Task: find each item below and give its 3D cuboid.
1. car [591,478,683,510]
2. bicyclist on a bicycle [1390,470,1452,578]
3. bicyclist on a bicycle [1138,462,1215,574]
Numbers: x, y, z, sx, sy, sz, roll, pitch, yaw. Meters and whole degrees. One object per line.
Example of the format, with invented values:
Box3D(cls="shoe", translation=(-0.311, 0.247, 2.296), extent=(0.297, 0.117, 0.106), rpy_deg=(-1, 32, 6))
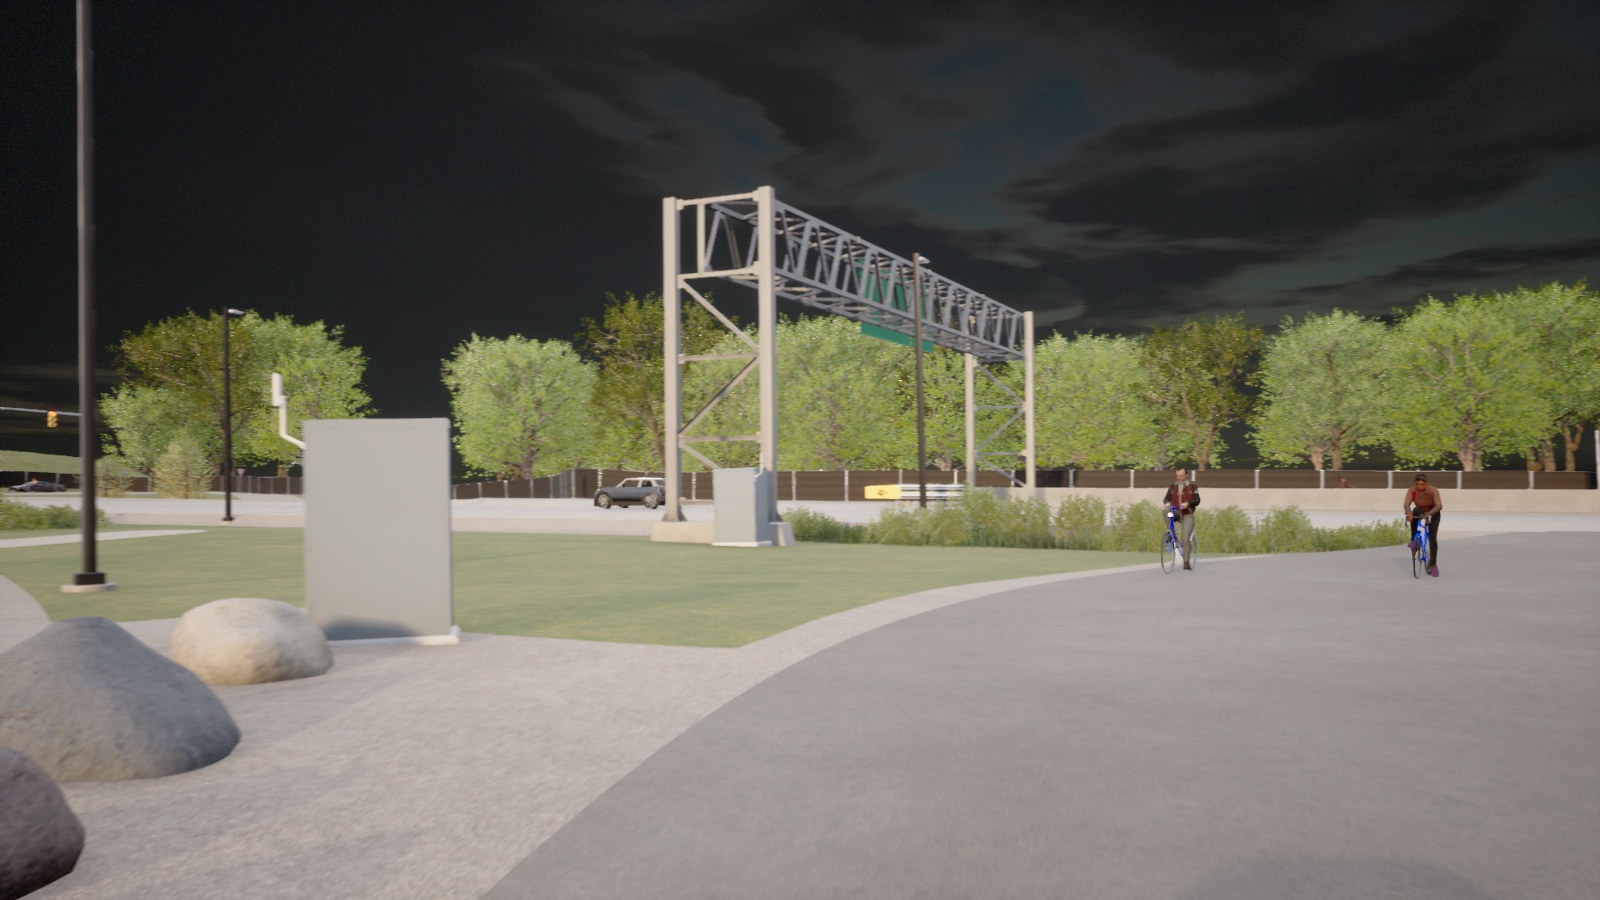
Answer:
Box3D(cls="car", translation=(-7.695, 2.067, 59.212), extent=(3.806, 1.475, 1.970), rpy_deg=(-1, -1, 24))
Box3D(cls="bicyclist on a bicycle", translation=(9.724, 1.122, 19.638), extent=(0.582, 1.620, 1.656), rpy_deg=(-1, -1, 36))
Box3D(cls="bicyclist on a bicycle", translation=(6.253, 1.115, 20.796), extent=(0.659, 1.776, 1.843), rpy_deg=(-2, -3, 34))
